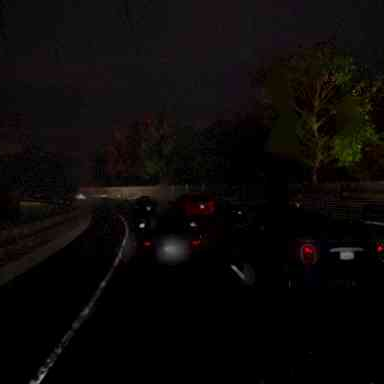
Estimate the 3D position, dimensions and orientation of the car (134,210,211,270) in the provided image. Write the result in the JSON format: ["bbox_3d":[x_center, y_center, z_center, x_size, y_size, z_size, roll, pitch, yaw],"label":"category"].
[{"bbox_3d":[-0.784,1.521,10.953,1.994,1.385,4.181,0,0,-7],"label":"car"}]

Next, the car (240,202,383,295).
[{"bbox_3d":[2.949,1.305,8.872,2.097,1.767,4.553,0,0,-5],"label":"car"}]

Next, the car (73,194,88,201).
[{"bbox_3d":[-26.691,1.284,79.607,1.812,1.442,4.674,0,0,-44],"label":"car"}]

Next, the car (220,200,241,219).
[{"bbox_3d":[3.122,1.400,28.025,1.812,1.442,4.674,0,0,-15],"label":"car"}]

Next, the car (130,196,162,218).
[{"bbox_3d":[-3.720,1.255,26.497,2.097,1.767,4.553,0,0,-15],"label":"car"}]

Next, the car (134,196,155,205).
[{"bbox_3d":[-7.871,1.345,54.755,1.994,1.385,4.181,0,0,-29],"label":"car"}]

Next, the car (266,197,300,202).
[{"bbox_3d":[7.621,1.184,29.522,2.097,1.767,4.553,0,0,-36],"label":"car"}]

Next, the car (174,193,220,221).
[{"bbox_3d":[0.089,1.113,25.989,2.150,2.045,5.566,0,0,-14],"label":"car"}]
